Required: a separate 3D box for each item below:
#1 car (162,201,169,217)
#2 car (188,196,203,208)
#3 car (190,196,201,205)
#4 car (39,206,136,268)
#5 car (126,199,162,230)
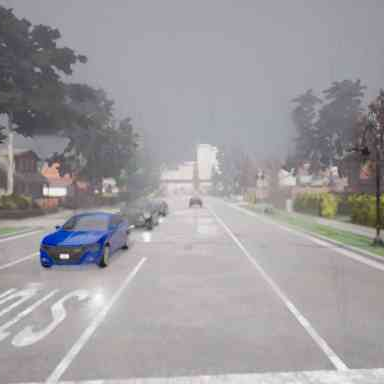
[{"bbox_3d":[-3.184,1.503,31.190,2.033,1.411,5.357,0,0,1],"label":"car"},{"bbox_3d":[0.545,1.426,47.301,1.837,1.490,4.892,0,0,1],"label":"car"},{"bbox_3d":[0.654,1.419,57.698,1.812,1.442,4.674,0,0,1],"label":"car"},{"bbox_3d":[-3.429,1.466,11.504,1.882,1.535,5.008,0,0,1],"label":"car"},{"bbox_3d":[-3.326,1.325,20.856,2.097,1.767,4.553,0,0,1],"label":"car"}]
